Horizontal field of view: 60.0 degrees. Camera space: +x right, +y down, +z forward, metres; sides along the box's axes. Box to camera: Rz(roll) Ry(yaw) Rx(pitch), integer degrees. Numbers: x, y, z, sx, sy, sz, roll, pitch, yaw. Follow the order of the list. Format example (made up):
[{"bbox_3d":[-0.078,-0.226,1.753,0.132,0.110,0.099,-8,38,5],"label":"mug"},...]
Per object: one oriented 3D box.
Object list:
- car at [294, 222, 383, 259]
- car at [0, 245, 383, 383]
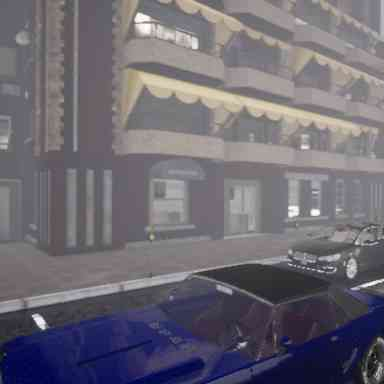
[{"bbox_3d":[4.686,1.599,9.914,4.403,1.369,2.008,0,0,-36],"label":"car"},{"bbox_3d":[0.461,1.615,3.704,4.718,1.301,1.895,0,0,-36],"label":"car"}]
